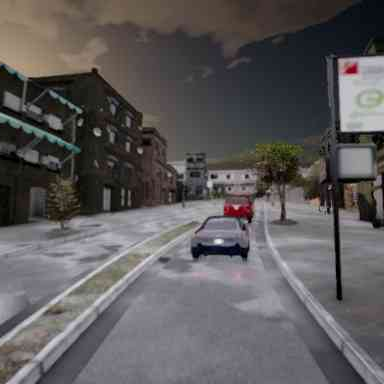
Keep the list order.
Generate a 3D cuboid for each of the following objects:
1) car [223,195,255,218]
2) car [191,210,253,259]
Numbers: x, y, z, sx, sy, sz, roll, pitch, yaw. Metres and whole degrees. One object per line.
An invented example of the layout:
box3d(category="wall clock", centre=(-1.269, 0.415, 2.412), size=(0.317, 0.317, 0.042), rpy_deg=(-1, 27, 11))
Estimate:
box3d(category="car", centre=(3.789, 1.218, 26.602), size=(2.150, 2.045, 5.566), rpy_deg=(-1, 0, 13))
box3d(category="car", centre=(1.176, 1.570, 12.650), size=(1.994, 1.385, 4.181), rpy_deg=(-1, 0, 9))
